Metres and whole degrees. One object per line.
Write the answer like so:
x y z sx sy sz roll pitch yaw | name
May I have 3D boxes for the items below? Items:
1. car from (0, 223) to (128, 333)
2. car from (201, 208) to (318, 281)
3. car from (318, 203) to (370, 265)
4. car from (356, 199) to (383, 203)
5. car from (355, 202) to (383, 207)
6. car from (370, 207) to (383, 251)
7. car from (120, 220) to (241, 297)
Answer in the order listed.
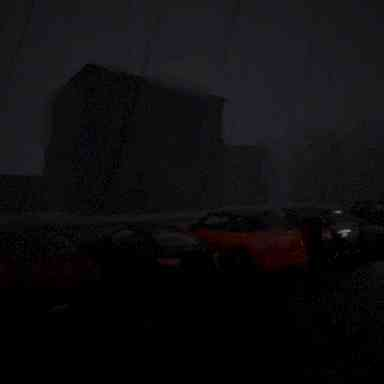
-3.421 1.473 7.011 2.097 1.535 5.008 0 0 -36 | car
1.138 1.345 10.222 2.185 1.767 4.553 0 0 -36 | car
3.400 1.331 11.838 2.185 1.767 4.553 0 0 -36 | car
10.167 1.236 16.749 2.185 1.767 4.553 -1 1 -36 | car
7.902 1.431 15.129 2.163 1.488 4.792 -1 1 -36 | car
5.668 1.462 13.461 2.163 1.488 4.792 -1 0 -36 | car
-1.146 1.516 8.625 2.002 1.452 4.674 0 0 -36 | car
